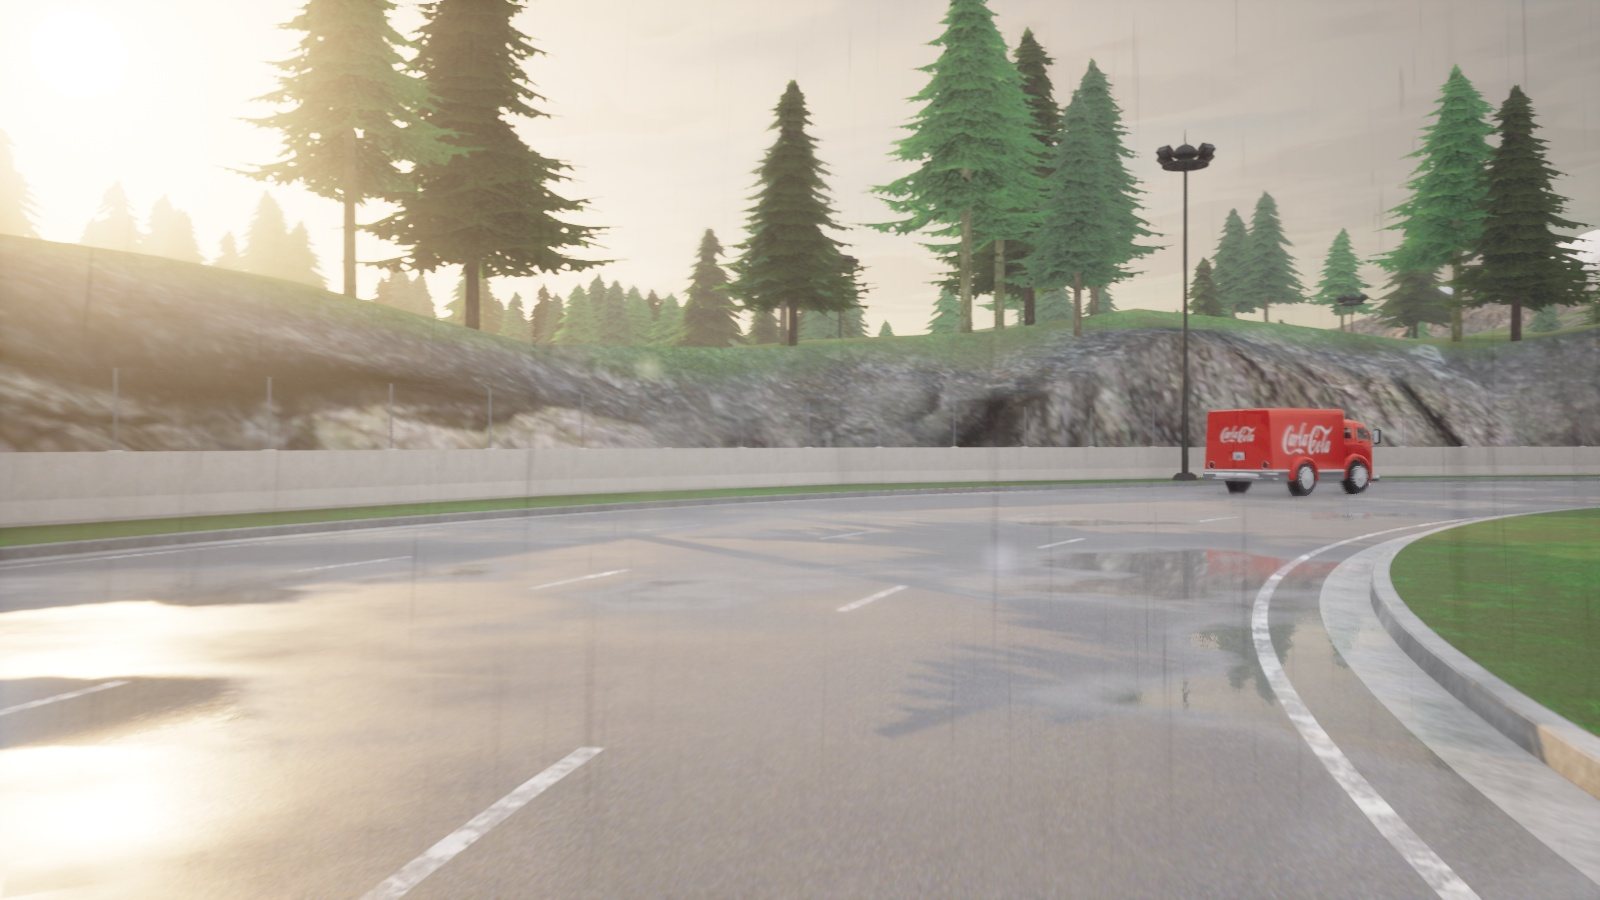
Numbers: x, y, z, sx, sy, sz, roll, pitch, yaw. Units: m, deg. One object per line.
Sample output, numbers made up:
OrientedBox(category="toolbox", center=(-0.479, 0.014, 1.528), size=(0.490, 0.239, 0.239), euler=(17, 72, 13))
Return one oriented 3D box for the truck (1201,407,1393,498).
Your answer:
OrientedBox(category="truck", center=(14.504, 0.079, 36.603), size=(5.204, 2.467, 2.627), euler=(0, 0, -32))
